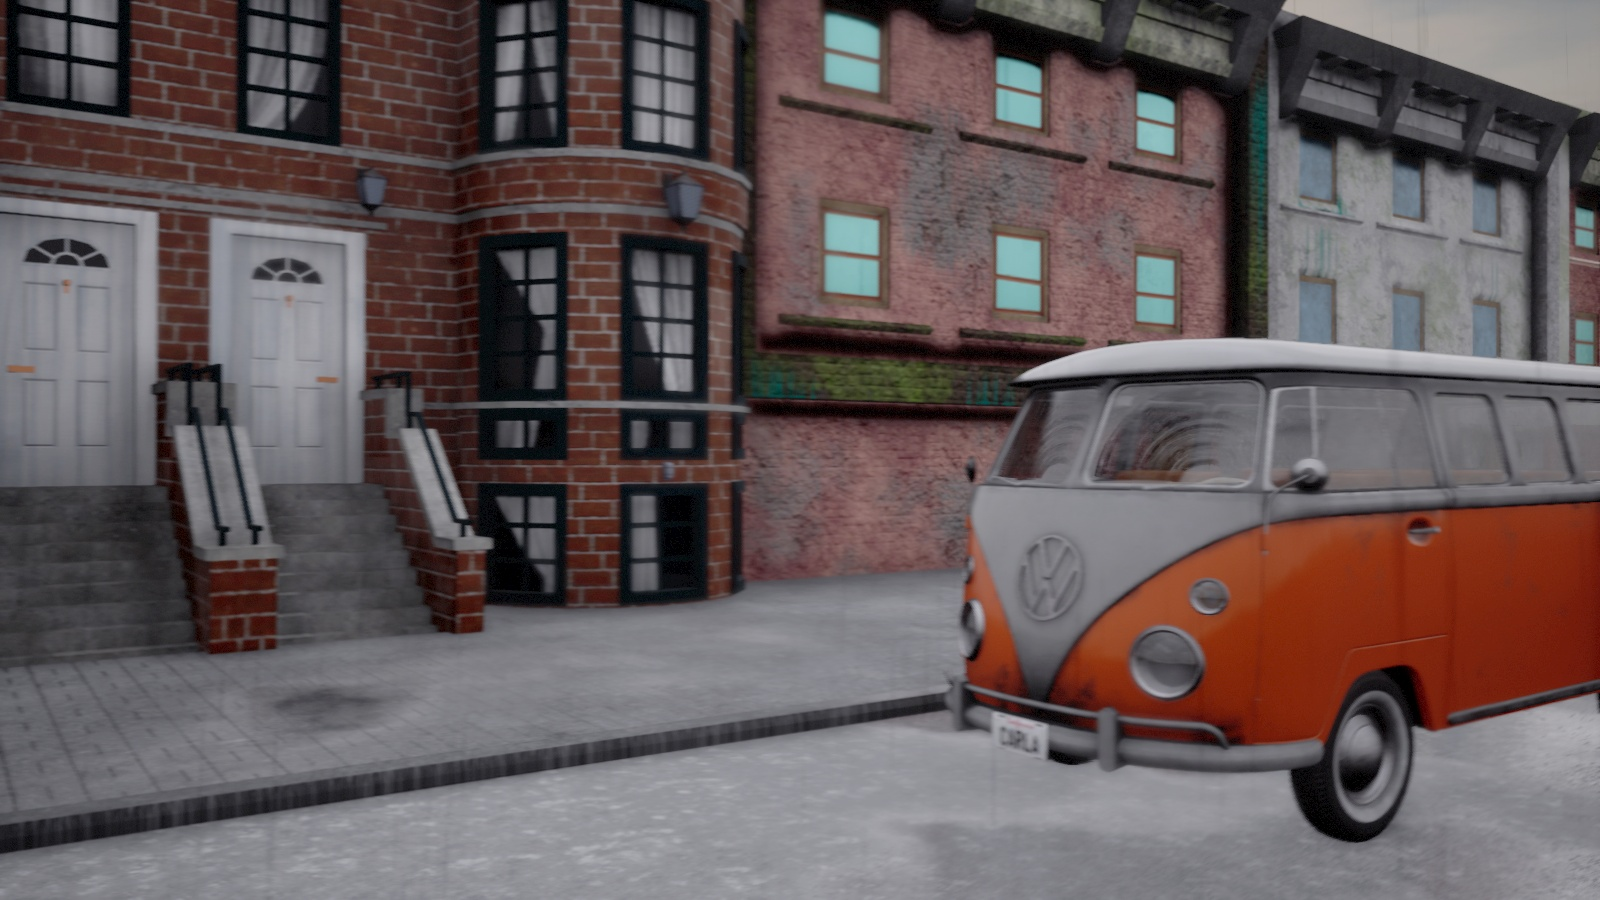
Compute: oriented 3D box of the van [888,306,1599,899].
[{"bbox_3d":[2.731,0.507,6.169,4.442,1.987,1.775,0,0,-35],"label":"van"}]
